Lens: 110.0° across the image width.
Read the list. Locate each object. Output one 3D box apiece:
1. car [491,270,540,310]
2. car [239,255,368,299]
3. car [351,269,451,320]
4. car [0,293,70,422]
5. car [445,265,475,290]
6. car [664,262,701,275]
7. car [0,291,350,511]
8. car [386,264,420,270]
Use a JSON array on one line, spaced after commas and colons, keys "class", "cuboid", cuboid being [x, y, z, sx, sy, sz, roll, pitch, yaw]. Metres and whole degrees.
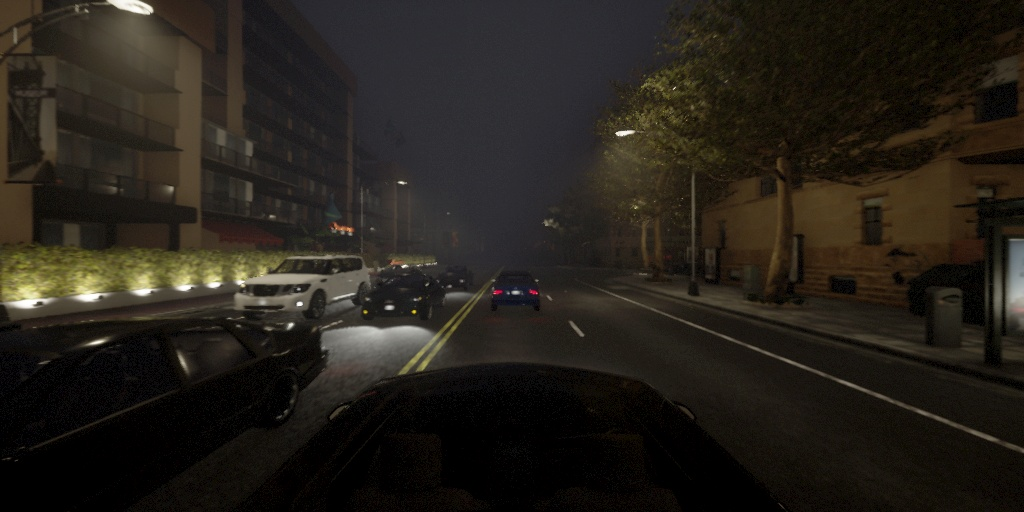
[{"class": "car", "cuboid": [0.130, 1.299, 14.753, 2.033, 1.411, 5.357, 0, 0, 0]}, {"class": "car", "cuboid": [-7.059, 0.965, 12.943, 2.150, 2.045, 5.566, 0, 0, 0]}, {"class": "car", "cuboid": [-3.564, 1.311, 12.409, 1.994, 1.385, 4.181, 0, 0, 0]}, {"class": "car", "cuboid": [-7.100, 1.248, 2.559, 1.837, 1.490, 4.892, 0, 0, 0]}, {"class": "car", "cuboid": [-3.450, 1.296, 22.589, 2.033, 1.411, 5.357, 0, 0, 0]}, {"class": "car", "cuboid": [19.748, 1.322, 39.808, 5.357, 1.411, 2.033, 0, 0, 3]}, {"class": "car", "cuboid": [-3.600, 1.294, 2.928, 2.033, 1.411, 5.357, 0, 0, 0]}, {"class": "car", "cuboid": [-6.950, 1.238, 22.602, 2.128, 1.511, 4.902, 0, 0, 0]}]
